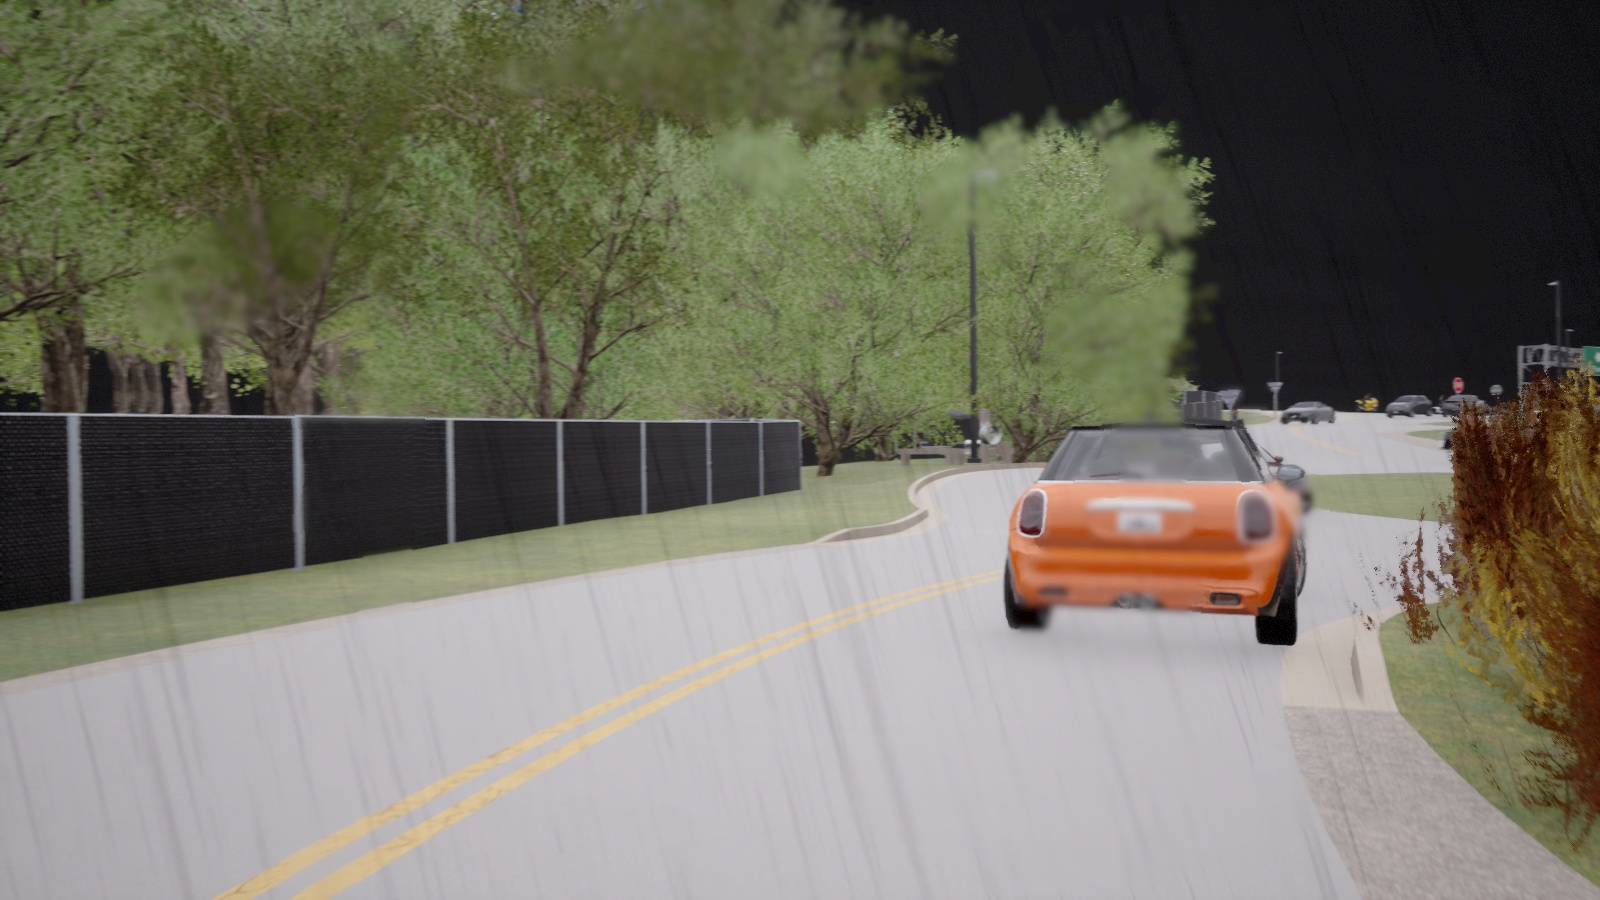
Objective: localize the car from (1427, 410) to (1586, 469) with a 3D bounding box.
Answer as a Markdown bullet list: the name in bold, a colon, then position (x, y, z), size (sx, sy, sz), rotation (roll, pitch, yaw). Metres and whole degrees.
- **car**: position (23.655, -0.383, 42.268), size (1.932, 1.855, 4.605), rotation (-1, 1, -17)

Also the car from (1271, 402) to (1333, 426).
- **car**: position (30.057, -2.162, 75.079), size (1.994, 1.385, 4.181), rotation (1, 3, 44)

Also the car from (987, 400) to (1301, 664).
- **car**: position (3.204, 0.530, 10.914), size (2.097, 1.767, 4.553), rotation (0, 0, 22)

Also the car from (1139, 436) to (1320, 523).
- **car**: position (8.549, 0.513, 25.484), size (1.812, 1.442, 4.674), rotation (-1, 2, -4)

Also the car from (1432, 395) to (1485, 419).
- **car**: position (44.344, -2.927, 84.527), size (2.128, 1.511, 4.902), rotation (2, 4, 40)

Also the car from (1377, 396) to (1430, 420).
- **car**: position (41.077, -2.854, 85.488), size (3.633, 1.501, 1.845), rotation (-4, 3, -39)
